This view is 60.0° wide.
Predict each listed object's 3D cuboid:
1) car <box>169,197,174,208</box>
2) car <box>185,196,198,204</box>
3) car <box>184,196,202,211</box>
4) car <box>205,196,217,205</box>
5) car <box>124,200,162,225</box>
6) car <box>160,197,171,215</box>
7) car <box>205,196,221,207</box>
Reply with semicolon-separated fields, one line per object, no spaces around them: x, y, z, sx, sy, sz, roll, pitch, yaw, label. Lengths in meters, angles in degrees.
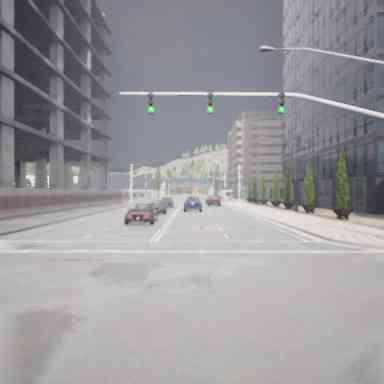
-3.535;1.492;46.763;1.837;1.490;4.892;0;0;1;car
-0.158;1.528;63.889;2.033;1.411;5.357;0;0;-4;car
0.095;1.340;40.000;2.097;1.767;4.553;0;0;0;car
3.492;1.459;61.202;1.882;1.535;5.008;0;0;0;car
-3.579;1.557;24.049;1.994;1.385;4.181;0;0;0;car
-3.569;1.554;33.934;1.994;1.385;4.181;0;0;0;car
3.495;1.462;52.496;1.882;1.535;5.008;0;0;0;car
